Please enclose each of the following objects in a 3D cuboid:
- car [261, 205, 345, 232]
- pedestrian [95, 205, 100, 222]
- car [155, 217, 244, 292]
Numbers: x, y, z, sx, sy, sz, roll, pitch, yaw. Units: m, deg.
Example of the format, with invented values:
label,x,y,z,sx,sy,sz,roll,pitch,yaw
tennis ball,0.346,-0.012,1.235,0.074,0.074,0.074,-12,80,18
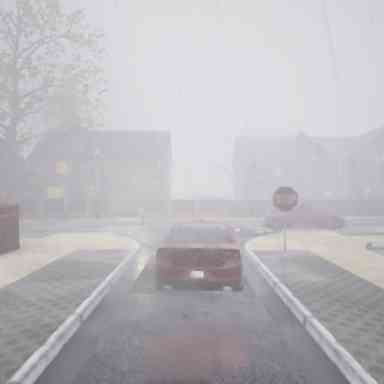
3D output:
label,x,y,z,sx,sy,sz,roll,pitch,yaw
car,5.829,1.362,17.717,4.181,1.385,1.994,-1,-1,1
pedestrian,-6.730,1.151,23.743,0.375,1.860,0.375,0,0,1
car,0.285,1.401,8.808,1.882,1.535,5.008,0,0,4
